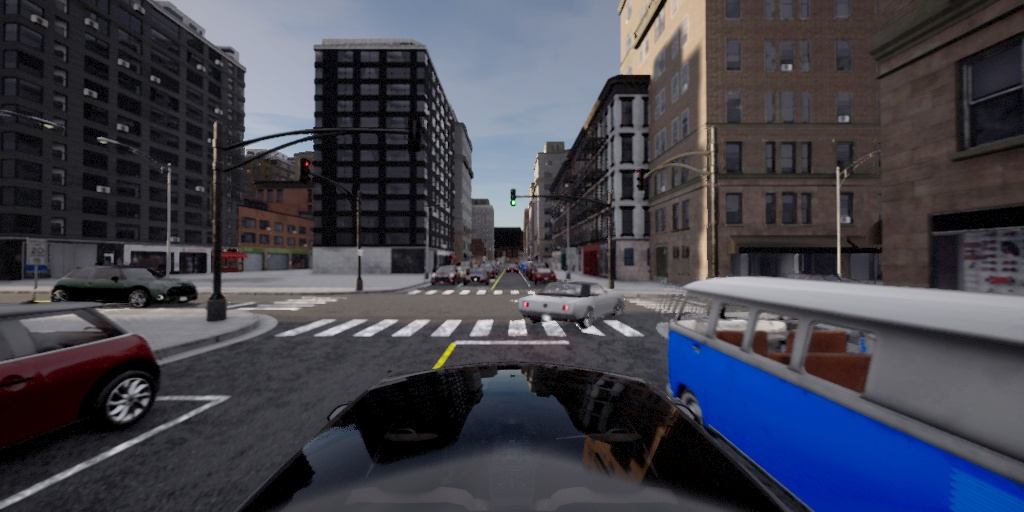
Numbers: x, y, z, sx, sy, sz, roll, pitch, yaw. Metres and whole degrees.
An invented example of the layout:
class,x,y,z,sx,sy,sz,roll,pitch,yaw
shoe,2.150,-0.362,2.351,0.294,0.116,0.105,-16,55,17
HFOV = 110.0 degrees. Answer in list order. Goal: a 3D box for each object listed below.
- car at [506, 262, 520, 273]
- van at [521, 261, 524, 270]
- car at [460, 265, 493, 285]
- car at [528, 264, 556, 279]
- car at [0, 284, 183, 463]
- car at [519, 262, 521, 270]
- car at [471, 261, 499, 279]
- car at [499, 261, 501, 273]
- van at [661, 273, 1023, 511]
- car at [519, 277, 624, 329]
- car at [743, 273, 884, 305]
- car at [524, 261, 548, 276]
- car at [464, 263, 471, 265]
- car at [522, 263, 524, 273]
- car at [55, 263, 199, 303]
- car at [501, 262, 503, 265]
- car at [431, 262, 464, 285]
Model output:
class,x,y,z,sx,sy,sz,roll,pitch,yaw
car,0.069,2.030,57.113,1.895,1.301,4.718,0,-1,0
van,2.610,1.699,51.236,1.690,1.789,3.998,0,0,0
car,-2.866,1.660,29.777,1.994,1.385,4.181,0,-1,-1
car,2.623,1.639,29.599,1.888,1.381,4.507,0,0,0
car,-5.387,1.202,2.716,1.967,1.591,4.097,0,0,0
car,2.607,1.990,56.645,1.948,1.339,4.313,0,0,0
car,-2.853,1.554,38.399,2.097,1.767,4.553,0,-1,0
car,-2.862,1.663,47.273,2.097,1.767,4.553,0,-1,0
van,2.639,1.103,2.721,1.690,1.789,3.998,0,0,0
car,2.231,1.492,12.038,1.895,1.301,4.718,0,-1,34
car,14.886,1.584,17.951,5.357,1.411,2.033,0,-1,0
car,2.620,1.475,35.008,2.192,1.841,5.009,0,0,0
car,-5.405,1.686,34.833,1.751,1.417,4.829,0,0,0
car,2.613,1.838,45.826,1.888,1.381,4.507,0,0,0
car,-15.927,1.187,14.958,4.553,1.767,2.097,0,-1,0
car,-2.850,1.996,57.289,1.994,1.385,4.181,0,-1,0
car,-5.402,1.534,29.594,1.967,1.591,4.097,0,0,0
